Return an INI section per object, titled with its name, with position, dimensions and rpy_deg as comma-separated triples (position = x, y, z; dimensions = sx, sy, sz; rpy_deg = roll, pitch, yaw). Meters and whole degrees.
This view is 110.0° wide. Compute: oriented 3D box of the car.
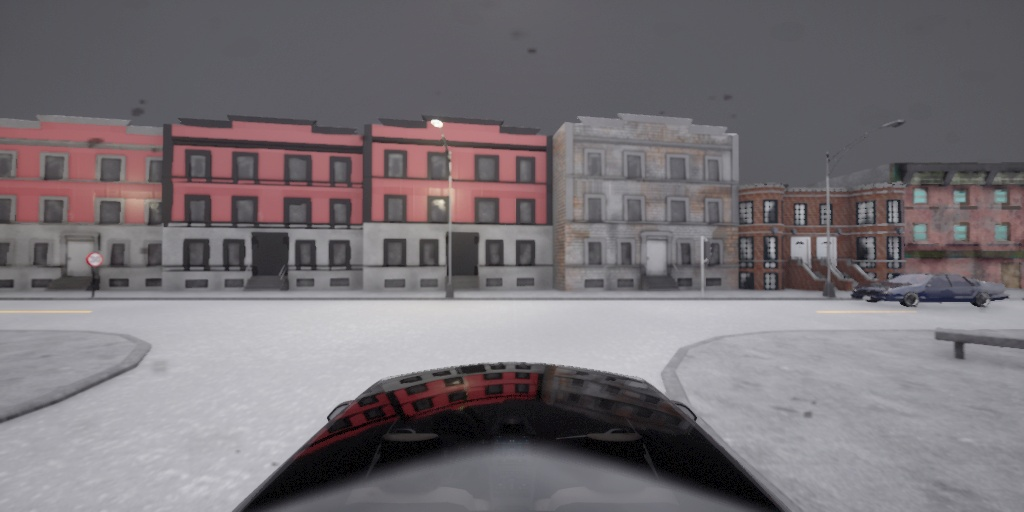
[car]
position = 18.337, 1.465, 15.855
dimensions = 5.357, 1.411, 2.033
rpy_deg = 0, -1, 0
